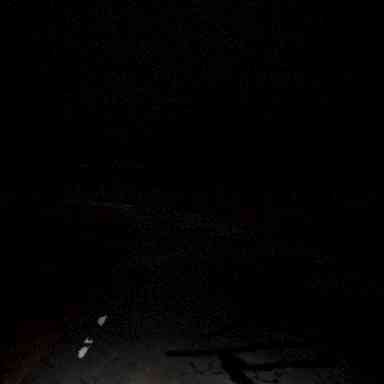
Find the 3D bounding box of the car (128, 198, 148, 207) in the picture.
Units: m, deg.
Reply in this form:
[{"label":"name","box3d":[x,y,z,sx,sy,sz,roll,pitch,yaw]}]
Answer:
[{"label":"car","box3d":[-8.316,1.570,51.323,2.033,1.411,5.357,0,0,-25]}]

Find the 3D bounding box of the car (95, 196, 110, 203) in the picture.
[{"label":"car","box3d":[-18.413,1.533,68.657,1.812,1.442,4.674,0,0,-36]}]
